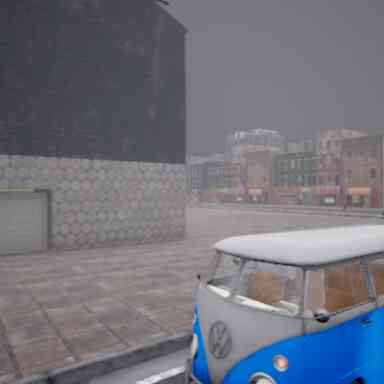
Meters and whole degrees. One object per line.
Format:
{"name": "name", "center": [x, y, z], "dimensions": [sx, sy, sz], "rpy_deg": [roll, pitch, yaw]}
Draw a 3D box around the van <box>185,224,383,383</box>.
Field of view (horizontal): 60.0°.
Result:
{"name": "van", "center": [1.840, 1.357, 4.138], "dimensions": [3.998, 1.788, 1.690], "rpy_deg": [0, -1, -36]}
